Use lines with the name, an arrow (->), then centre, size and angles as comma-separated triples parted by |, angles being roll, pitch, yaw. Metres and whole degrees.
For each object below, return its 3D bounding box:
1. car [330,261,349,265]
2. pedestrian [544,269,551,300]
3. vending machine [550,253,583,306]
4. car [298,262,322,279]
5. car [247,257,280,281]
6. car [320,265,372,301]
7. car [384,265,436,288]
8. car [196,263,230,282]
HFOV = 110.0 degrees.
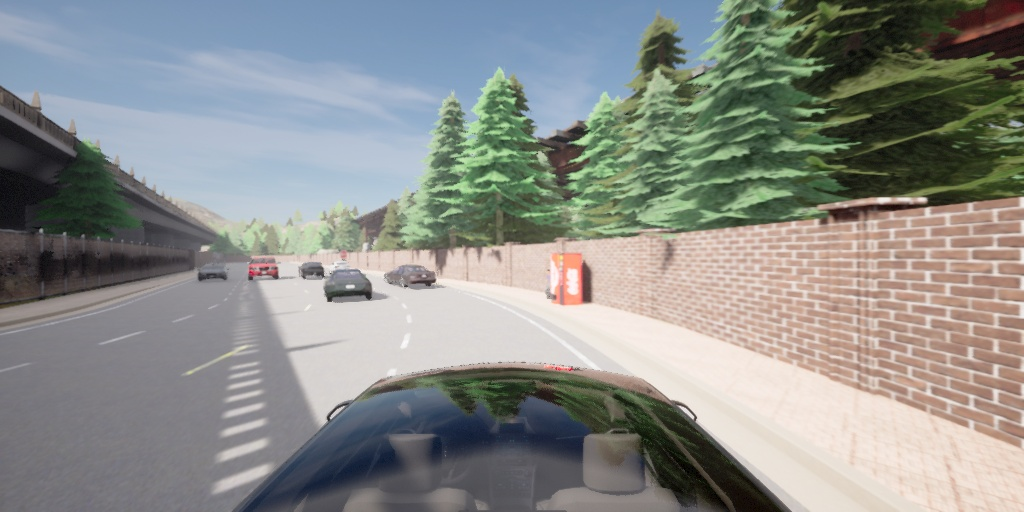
car -> -19.469, 1.318, 40.574 | 1.812, 1.442, 4.674 | -1, 0, -35
pedestrian -> 1.529, 1.095, 14.223 | 0.375, 1.300, 0.375 | -1, 0, -19
vending machine -> 2.029, 0.867, 13.393 | 1.100, 2.100, 0.880 | 0, 0, -18
car -> -18.843, 1.310, 33.725 | 1.837, 1.490, 4.892 | -1, 0, -35
car -> -22.487, 1.074, 32.497 | 2.150, 2.045, 5.566 | -1, 0, -35
car -> -8.140, 1.327, 17.644 | 1.994, 1.385, 4.181 | -1, 0, -29
car -> -6.865, 1.297, 23.817 | 2.033, 1.411, 5.357 | -1, 0, -37
car -> -25.720, 1.399, 31.016 | 1.837, 1.490, 4.892 | -1, 0, -35
